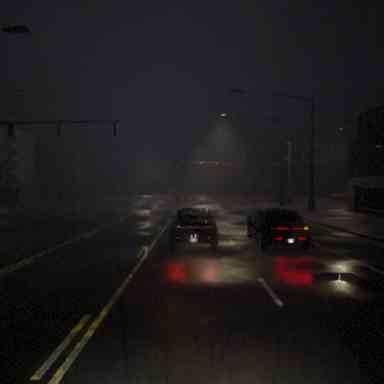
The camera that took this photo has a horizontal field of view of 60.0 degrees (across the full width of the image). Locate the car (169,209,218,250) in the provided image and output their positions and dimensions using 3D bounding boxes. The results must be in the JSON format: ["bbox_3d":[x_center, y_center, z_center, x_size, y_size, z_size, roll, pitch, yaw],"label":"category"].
[{"bbox_3d":[0.067,1.445,14.162,2.128,1.511,4.902,0,1,0],"label":"car"}]

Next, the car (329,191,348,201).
[{"bbox_3d":[24.122,0.542,52.015,5.008,1.535,1.882,0,2,1],"label":"car"}]

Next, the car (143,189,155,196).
[{"bbox_3d":[-10.509,0.083,79.768,2.128,1.511,4.902,0,1,0],"label":"car"}]

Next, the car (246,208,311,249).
[{"bbox_3d":[3.569,1.458,14.356,1.837,1.490,4.892,0,1,0],"label":"car"}]

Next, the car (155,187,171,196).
[{"bbox_3d":[-7.009,-0.217,79.731,2.150,2.045,5.566,0,1,0],"label":"car"}]
